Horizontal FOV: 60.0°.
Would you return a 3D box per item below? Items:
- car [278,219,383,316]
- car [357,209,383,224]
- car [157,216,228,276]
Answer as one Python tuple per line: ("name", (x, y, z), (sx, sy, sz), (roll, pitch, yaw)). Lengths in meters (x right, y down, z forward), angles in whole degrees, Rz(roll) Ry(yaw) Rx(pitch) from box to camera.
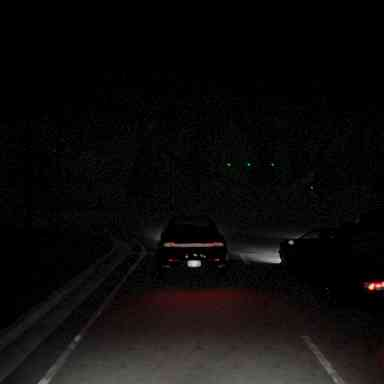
("car", (3.575, 1.548, 7.797), (2.033, 1.411, 5.357), (0, 0, -1))
("car", (6.890, 1.353, 11.548), (2.097, 1.767, 4.553), (0, 0, -2))
("car", (-0.056, 1.492, 10.341), (2.128, 1.511, 4.902), (0, 0, -3))
